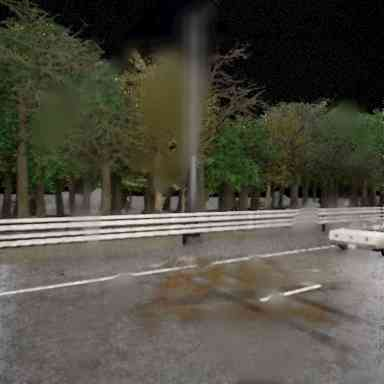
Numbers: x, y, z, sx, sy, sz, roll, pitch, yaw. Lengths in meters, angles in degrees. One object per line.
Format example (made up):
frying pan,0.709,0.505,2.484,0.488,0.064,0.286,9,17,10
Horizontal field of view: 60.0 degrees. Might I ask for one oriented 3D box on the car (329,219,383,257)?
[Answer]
car,7.741,1.727,13.449,4.718,1.301,1.895,1,0,-34
